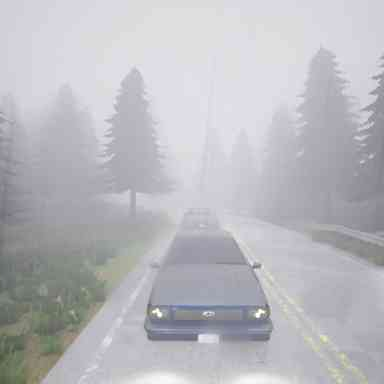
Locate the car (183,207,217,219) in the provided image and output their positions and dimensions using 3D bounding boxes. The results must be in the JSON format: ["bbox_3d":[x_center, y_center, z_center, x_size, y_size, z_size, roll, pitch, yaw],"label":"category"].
[{"bbox_3d":[0.439,1.583,19.155,1.994,1.385,4.181,0,0,-2],"label":"car"}]

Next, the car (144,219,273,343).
[{"bbox_3d":[0.267,1.557,7.071,2.033,1.411,5.357,0,0,1],"label":"car"}]
